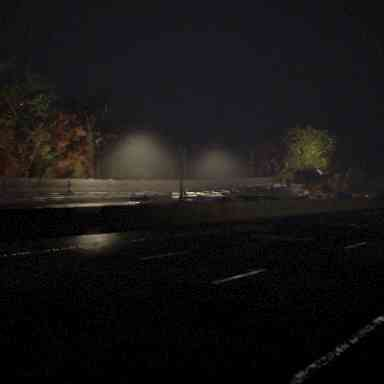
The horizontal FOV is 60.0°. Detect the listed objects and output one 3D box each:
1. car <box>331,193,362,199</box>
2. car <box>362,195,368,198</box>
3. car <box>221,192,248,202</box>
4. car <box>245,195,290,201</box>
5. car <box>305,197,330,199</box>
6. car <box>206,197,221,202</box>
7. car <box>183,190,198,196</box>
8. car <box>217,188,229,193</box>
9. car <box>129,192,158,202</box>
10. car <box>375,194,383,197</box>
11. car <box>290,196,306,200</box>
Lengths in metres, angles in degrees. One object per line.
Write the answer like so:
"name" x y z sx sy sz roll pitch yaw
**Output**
"car" 23.171 1.325 49.694 4.674 1.442 1.812 0 0 -41
"car" 31.788 1.320 62.132 4.181 1.385 1.994 0 0 -42
"car" 6.078 1.141 39.049 4.553 1.767 2.097 0 0 -42
"car" 8.318 1.339 36.361 4.674 1.442 1.812 0 0 -42
"car" 20.089 1.377 51.623 4.718 1.301 1.895 0 0 -42
"car" 3.590 1.292 41.518 4.674 1.442 1.812 0 0 -42
"car" 0.077 0.324 63.037 1.882 1.535 5.008 0 2 26
"car" 7.008 -0.219 76.761 1.882 1.535 5.008 0 2 28
"car" -6.868 0.692 47.918 2.033 1.411 5.357 0 1 25
"car" 34.231 1.149 59.621 4.553 1.767 2.097 0 0 -42
"car" 17.420 1.301 53.929 5.357 1.411 2.033 0 0 -42
